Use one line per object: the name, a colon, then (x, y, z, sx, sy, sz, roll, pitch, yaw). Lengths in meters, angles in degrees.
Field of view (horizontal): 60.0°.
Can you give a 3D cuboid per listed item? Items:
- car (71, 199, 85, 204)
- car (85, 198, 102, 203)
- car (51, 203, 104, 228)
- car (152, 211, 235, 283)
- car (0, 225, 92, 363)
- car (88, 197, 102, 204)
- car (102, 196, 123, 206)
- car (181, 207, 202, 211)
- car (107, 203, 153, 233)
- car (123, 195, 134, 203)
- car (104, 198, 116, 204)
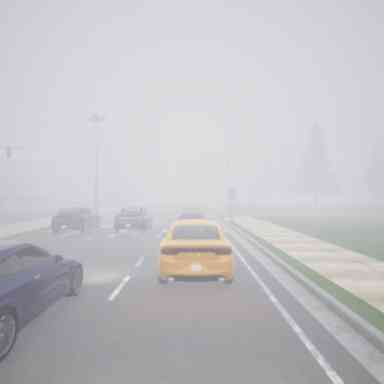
car: (-23.265, 2.120, 68.563, 1.895, 1.301, 4.718, 0, 0, 0)
car: (-19.765, 2.067, 68.912, 2.033, 1.411, 5.357, 0, 0, 0)
car: (-7.033, 1.663, 20.576, 1.837, 1.490, 4.892, 0, 0, -1)
car: (0.097, 1.554, 9.934, 1.882, 1.535, 5.008, 0, 0, 0)
car: (-3.417, 1.571, 5.772, 1.812, 1.442, 4.674, 0, 0, 0)
car: (-23.262, 2.091, 80.195, 1.882, 1.535, 5.008, 0, 0, 0)
car: (-16.265, 1.878, 68.404, 2.097, 1.767, 4.553, 0, 0, 0)
car: (-0.031, 1.694, 21.875, 1.812, 1.442, 4.674, 0, 0, -1)
car: (-3.533, 1.650, 20.624, 2.128, 1.511, 4.902, 0, 0, -1)
car: (-16.262, 1.838, 80.203, 2.150, 2.045, 5.566, 0, 0, 0)
car: (-19.762, 2.166, 80.266, 1.994, 1.385, 4.181, 0, 0, 0)
